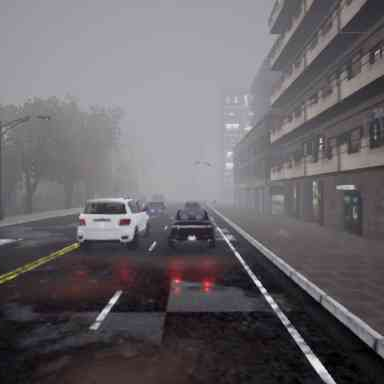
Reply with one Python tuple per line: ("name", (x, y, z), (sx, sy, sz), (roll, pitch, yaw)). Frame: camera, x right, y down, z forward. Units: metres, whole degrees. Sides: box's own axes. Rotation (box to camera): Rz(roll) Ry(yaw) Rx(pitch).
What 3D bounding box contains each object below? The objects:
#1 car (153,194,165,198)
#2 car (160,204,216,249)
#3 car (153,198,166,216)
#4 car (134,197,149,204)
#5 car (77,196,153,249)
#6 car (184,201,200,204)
("car", (-6.500, 1.346, 64.620), (2.150, 2.045, 5.566), (0, 0, 0))
("car", (0.000, 1.496, 14.650), (2.128, 1.511, 4.902), (0, 0, 0))
("car", (-3.250, 1.570, 29.650), (2.033, 1.411, 5.357), (0, 0, 0))
("car", (-9.749, 1.622, 64.650), (2.033, 1.411, 5.357), (0, 0, 0))
("car", (-3.250, 1.259, 14.680), (2.150, 2.045, 5.566), (0, 0, 0))
("car", (0.000, 1.539, 29.650), (1.812, 1.442, 4.674), (0, 0, 0))
